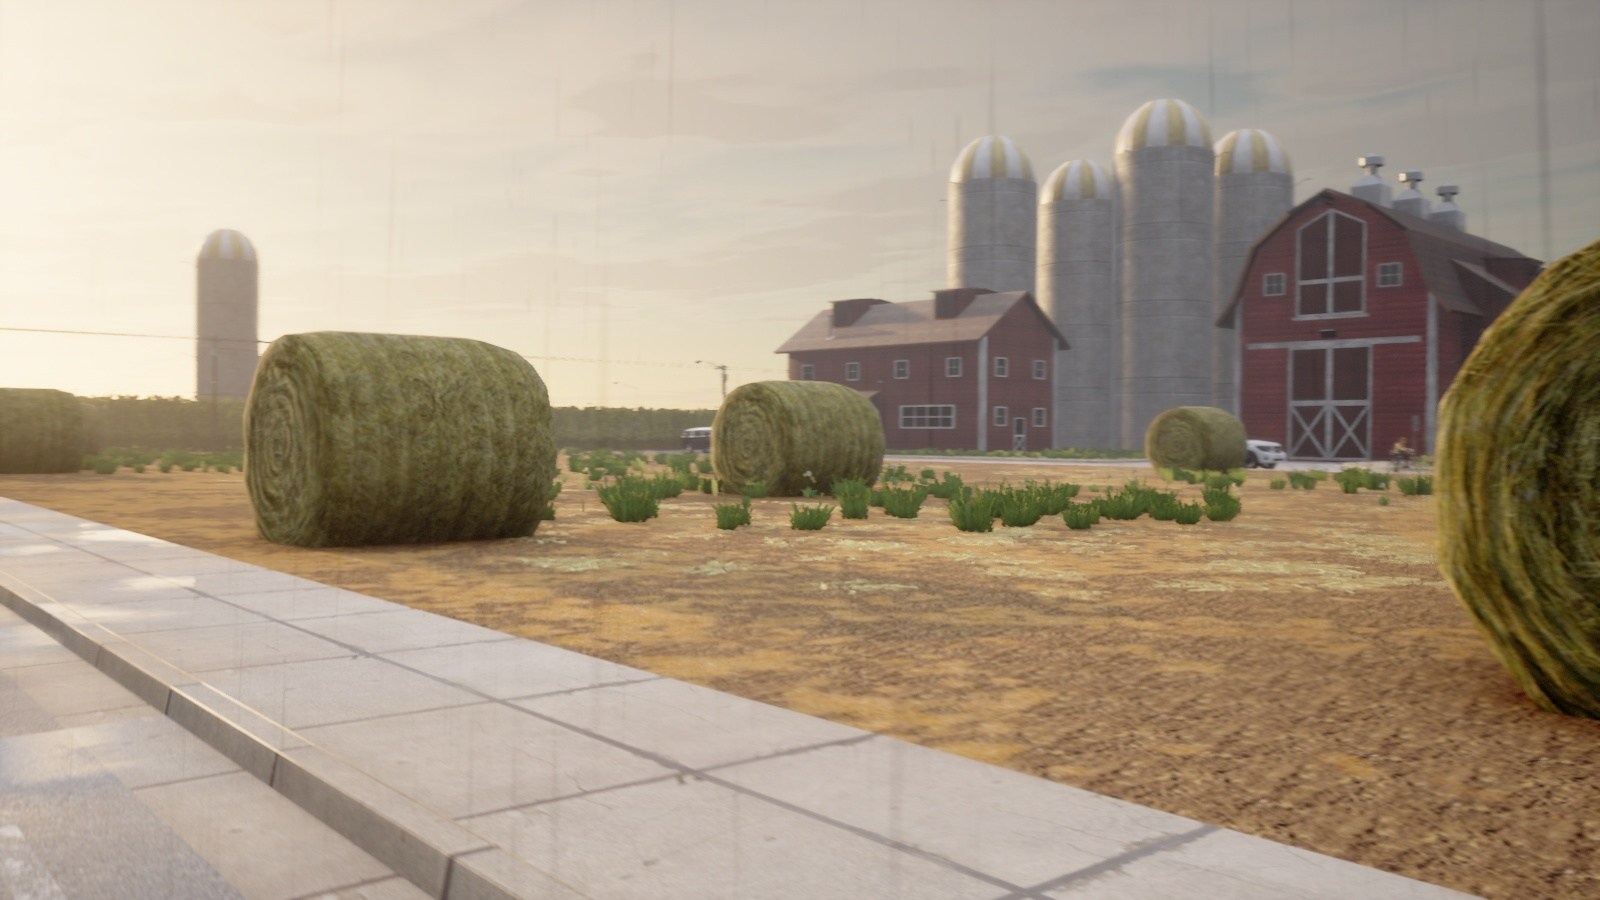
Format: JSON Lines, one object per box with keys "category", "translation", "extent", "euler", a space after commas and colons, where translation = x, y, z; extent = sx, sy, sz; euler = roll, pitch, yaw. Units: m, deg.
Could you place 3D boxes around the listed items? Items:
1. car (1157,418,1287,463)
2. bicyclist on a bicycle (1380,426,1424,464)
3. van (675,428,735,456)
{"category": "car", "translation": [20.271, -0.460, 60.498], "extent": [2.150, 2.045, 5.566], "euler": [-2, 1, -44]}
{"category": "bicyclist on a bicycle", "translation": [26.110, -0.221, 54.482], "extent": [0.866, 1.612, 1.509], "euler": [-1, 1, -44]}
{"category": "van", "translation": [-7.130, -0.582, 93.805], "extent": [2.069, 2.038, 4.480], "euler": [-1, 0, -44]}
